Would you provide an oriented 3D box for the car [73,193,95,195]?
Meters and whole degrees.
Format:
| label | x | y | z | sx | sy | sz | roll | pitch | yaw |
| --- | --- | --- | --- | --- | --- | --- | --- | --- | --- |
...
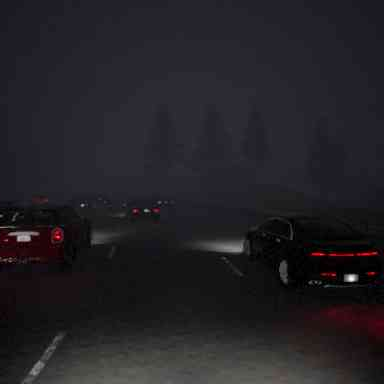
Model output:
| label | x | y | z | sx | sy | sz | roll | pitch | yaw |
| --- | --- | --- | --- | --- | --- | --- | --- | --- | --- |
| car | -10.923 | 0.907 | 32.390 | 1.837 | 1.490 | 4.892 | 0 | 1 | -24 |

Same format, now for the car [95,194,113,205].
| label | x | y | z | sx | sy | sz | roll | pitch | yaw |
| --- | --- | --- | --- | --- | --- | --- | --- | --- | --- |
| car | -11.261 | 0.846 | 40.819 | 1.895 | 1.301 | 4.718 | -1 | 1 | -29 |

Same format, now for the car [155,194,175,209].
| label | x | y | z | sx | sy | sz | roll | pitch | yaw |
| --- | --- | --- | --- | --- | --- | --- | --- | --- | --- |
| car | -3.310 | 0.939 | 32.534 | 2.033 | 1.411 | 5.357 | 0 | 1 | -22 |

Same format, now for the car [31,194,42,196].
| label | x | y | z | sx | sy | sz | roll | pitch | yaw |
| --- | --- | --- | --- | --- | --- | --- | --- | --- | --- |
| car | -17.465 | 0.910 | 37.688 | 1.895 | 1.301 | 4.718 | -1 | 1 | -29 |

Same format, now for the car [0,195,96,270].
| label | x | y | z | sx | sy | sz | roll | pitch | yaw |
| --- | --- | --- | --- | --- | --- | --- | --- | --- | --- |
| car | -4.541 | 1.157 | 10.515 | 2.097 | 1.767 | 4.553 | 0 | 1 | -8 |

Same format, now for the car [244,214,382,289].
| label | x | y | z | sx | sy | sz | roll | pitch | yaw |
| --- | --- | --- | --- | --- | --- | --- | --- | --- | --- |
| car | 2.756 | 1.336 | 8.711 | 1.837 | 1.490 | 4.892 | 0 | 1 | -6 |

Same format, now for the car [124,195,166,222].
| label | x | y | z | sx | sy | sz | roll | pitch | yaw |
| --- | --- | --- | --- | --- | --- | --- | --- | --- | --- |
| car | -3.445 | 1.131 | 22.308 | 2.033 | 1.411 | 5.357 | 0 | 1 | -16 |
